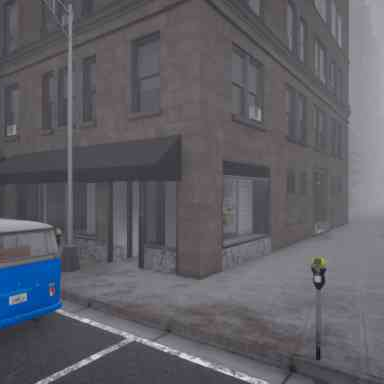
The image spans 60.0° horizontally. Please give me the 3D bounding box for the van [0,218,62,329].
[{"bbox_3d":[-4.073,1.340,5.985,3.998,1.788,1.690,0,0,36],"label":"van"}]
